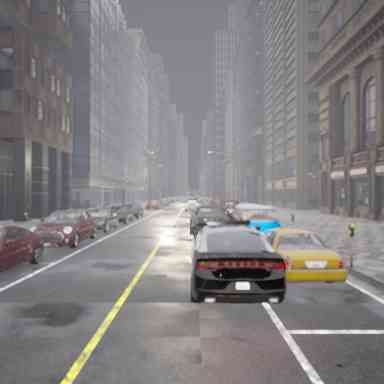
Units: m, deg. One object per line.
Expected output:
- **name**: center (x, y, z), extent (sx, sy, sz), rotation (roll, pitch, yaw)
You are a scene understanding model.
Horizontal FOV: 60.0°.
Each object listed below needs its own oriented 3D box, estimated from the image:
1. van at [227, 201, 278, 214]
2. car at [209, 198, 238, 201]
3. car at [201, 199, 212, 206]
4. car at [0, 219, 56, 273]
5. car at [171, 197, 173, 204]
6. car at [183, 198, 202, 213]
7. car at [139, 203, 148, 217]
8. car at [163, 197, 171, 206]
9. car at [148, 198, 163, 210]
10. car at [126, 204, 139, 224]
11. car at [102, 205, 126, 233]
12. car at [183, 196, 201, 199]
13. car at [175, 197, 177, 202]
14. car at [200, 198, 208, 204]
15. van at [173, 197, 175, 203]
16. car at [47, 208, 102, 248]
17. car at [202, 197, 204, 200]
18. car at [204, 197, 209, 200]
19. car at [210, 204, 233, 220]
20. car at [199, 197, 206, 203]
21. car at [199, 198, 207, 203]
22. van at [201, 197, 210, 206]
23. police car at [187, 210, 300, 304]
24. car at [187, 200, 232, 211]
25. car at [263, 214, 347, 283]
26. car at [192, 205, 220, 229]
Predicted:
- **van**: center (2.776, 1.461, 15.161), extent (1.690, 1.788, 3.998), rotation (0, 0, 0)
- **car**: center (2.788, 1.525, 26.364), extent (2.192, 1.841, 5.009), rotation (0, 0, 0)
- **car**: center (2.834, 2.121, 65.572), extent (1.802, 1.307, 4.206), rotation (0, 0, 0)
- **car**: center (-5.755, 1.657, 9.553), extent (1.802, 1.307, 4.206), rotation (0, 0, 0)
- **car**: center (-5.685, 2.131, 71.174), extent (1.887, 1.381, 4.507), rotation (0, 0, 0)
- **car**: center (0.072, 1.875, 43.093), extent (1.812, 1.442, 4.674), rotation (0, 0, 1)
- **car**: center (-5.729, 1.822, 31.960), extent (1.947, 1.339, 4.313), rotation (0, 0, 0)
- **car**: center (-5.691, 1.979, 65.573), extent (1.967, 1.590, 4.097), rotation (0, 0, 0)
- **car**: center (-5.710, 1.941, 48.767), extent (1.887, 1.381, 4.507), rotation (0, 0, 0)
- **car**: center (-5.736, 1.776, 26.359), extent (1.947, 1.339, 4.313), rotation (0, 0, 0)
- **car**: center (-5.742, 1.715, 20.757), extent (2.008, 1.369, 4.403), rotation (0, 0, 0)
- **car**: center (0.064, 1.803, 55.100), extent (2.097, 1.767, 4.553), rotation (0, 0, 0)
- **car**: center (-5.665, 2.274, 87.980), extent (1.887, 1.381, 4.507), rotation (0, 0, 0)
- **car**: center (2.854, 2.227, 82.377), extent (1.887, 1.381, 4.507), rotation (0, 0, 0)
- **van**: center (-5.672, 2.023, 82.380), extent (1.690, 1.788, 3.998), rotation (0, 0, 0)
- **car**: center (-5.749, 1.560, 15.156), extent (1.967, 1.590, 4.097), rotation (0, 0, 0)
- **car**: center (2.815, 1.837, 48.769), extent (1.967, 1.590, 4.097), rotation (0, 0, 0)
- **car**: center (2.801, 1.618, 37.567), extent (2.192, 1.841, 5.009), rotation (0, 0, 0)
- **car**: center (2.796, 1.838, 31.963), extent (1.802, 1.307, 4.206), rotation (0, 0, 0)
- **car**: center (2.866, 2.217, 93.582), extent (1.967, 1.590, 4.097), rotation (0, 0, 0)
- **car**: center (2.860, 2.274, 87.979), extent (1.887, 1.381, 4.507), rotation (0, 0, 0)
- **van**: center (2.840, 1.928, 71.175), extent (1.690, 1.788, 3.998), rotation (0, 0, 0)
- **police car**: center (0.909, 1.493, 8.510), extent (1.930, 1.638, 5.238), rotation (0, 0, 0)
- **car**: center (0.919, 1.496, 18.371), extent (2.097, 1.767, 4.553), rotation (0, 0, 0)
- **car**: center (2.770, 1.602, 9.728), extent (1.752, 1.417, 4.829), rotation (0, 0, 0)
- **car**: center (0.927, 1.720, 24.399), extent (1.812, 1.442, 4.674), rotation (0, 0, 0)
